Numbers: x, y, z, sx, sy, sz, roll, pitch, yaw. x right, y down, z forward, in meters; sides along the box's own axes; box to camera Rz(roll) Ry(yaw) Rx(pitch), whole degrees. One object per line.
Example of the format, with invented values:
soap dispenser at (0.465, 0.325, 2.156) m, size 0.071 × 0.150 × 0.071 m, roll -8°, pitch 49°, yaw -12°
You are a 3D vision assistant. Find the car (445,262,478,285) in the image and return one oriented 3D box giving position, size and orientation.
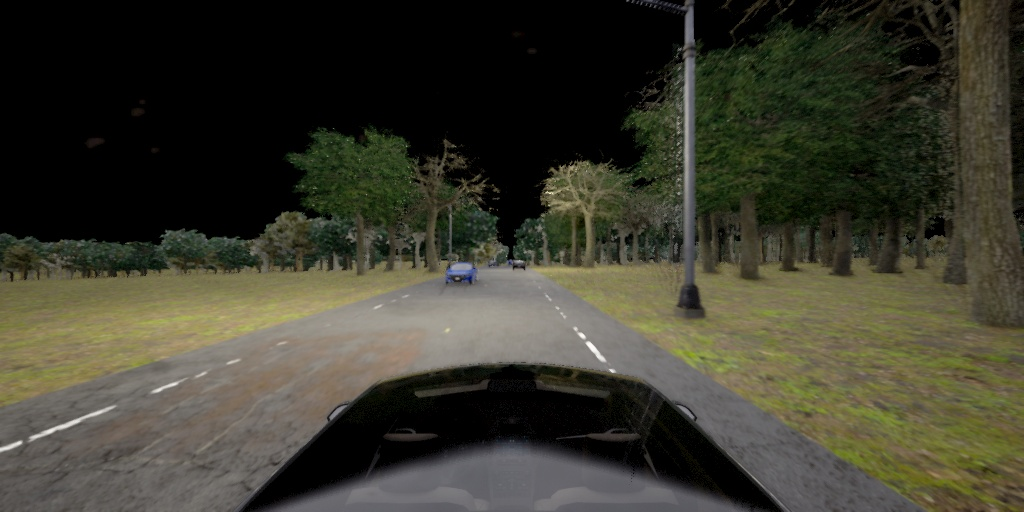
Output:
car at (-3.589, 1.212, 26.101) m, size 1.882 × 1.535 × 5.008 m, roll 0°, pitch 0°, yaw 0°

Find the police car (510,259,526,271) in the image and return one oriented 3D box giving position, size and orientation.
police car at (1.032, 1.262, 52.669) m, size 1.930 × 1.638 × 5.238 m, roll 0°, pitch 0°, yaw 0°
